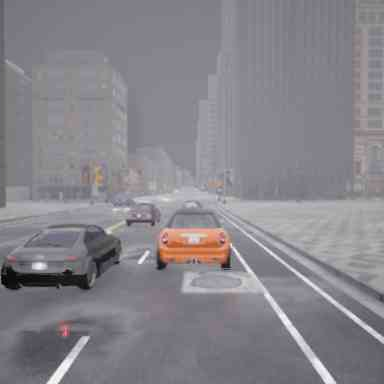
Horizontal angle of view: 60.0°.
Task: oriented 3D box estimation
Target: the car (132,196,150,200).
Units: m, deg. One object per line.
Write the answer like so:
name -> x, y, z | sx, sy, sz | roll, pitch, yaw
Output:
car -> -6.602, 1.435, 45.658 | 1.812, 1.442, 4.674 | 0, 0, 0

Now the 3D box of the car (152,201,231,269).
car -> 0.062, 1.314, 11.122 | 2.097, 1.767, 4.553 | 0, 0, 0

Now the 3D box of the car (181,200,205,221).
car -> 0.058, 1.457, 27.410 | 1.812, 1.442, 4.674 | 0, 0, 0

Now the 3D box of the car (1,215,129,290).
car -> -3.199, 1.532, 9.015 | 1.994, 1.385, 4.181 | 0, 0, 0

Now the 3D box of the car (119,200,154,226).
car -> -3.219, 1.486, 22.769 | 2.033, 1.411, 5.357 | 0, 0, 0

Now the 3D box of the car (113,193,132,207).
car -> -9.840, 1.132, 48.068 | 2.150, 2.045, 5.566 | 0, 0, 0
